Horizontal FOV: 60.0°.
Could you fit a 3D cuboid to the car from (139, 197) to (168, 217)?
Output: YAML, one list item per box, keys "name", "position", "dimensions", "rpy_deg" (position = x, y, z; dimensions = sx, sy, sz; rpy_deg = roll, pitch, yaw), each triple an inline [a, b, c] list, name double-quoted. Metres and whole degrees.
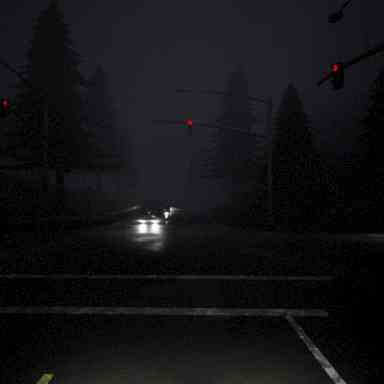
- name: "car"
  position: [-3.672, 1.490, 30.725]
  dimensions: [2.128, 1.511, 4.902]
  rpy_deg: [0, 0, 0]

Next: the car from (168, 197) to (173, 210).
- name: "car"
  position: [-3.673, 1.476, 40.228]
  dimensions: [1.882, 1.535, 5.008]
  rpy_deg: [0, 0, 0]

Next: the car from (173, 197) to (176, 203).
- name: "car"
  position: [-3.968, 1.489, 50.379]
  dimensions: [2.128, 1.511, 4.902]
  rpy_deg: [0, 0, -7]

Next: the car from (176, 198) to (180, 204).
- name: "car"
  position: [-4.138, 1.561, 61.569]
  dimensions: [1.994, 1.385, 4.181]
  rpy_deg: [0, 0, -39]
